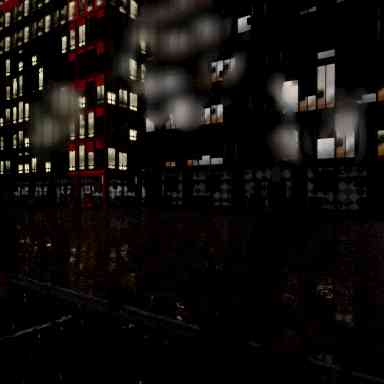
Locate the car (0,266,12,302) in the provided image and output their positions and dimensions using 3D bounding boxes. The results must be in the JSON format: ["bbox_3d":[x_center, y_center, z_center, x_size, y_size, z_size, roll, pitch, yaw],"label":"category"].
[{"bbox_3d":[-5.571,1.526,6.842,4.829,1.417,1.752,0,0,36],"label":"car"}]
